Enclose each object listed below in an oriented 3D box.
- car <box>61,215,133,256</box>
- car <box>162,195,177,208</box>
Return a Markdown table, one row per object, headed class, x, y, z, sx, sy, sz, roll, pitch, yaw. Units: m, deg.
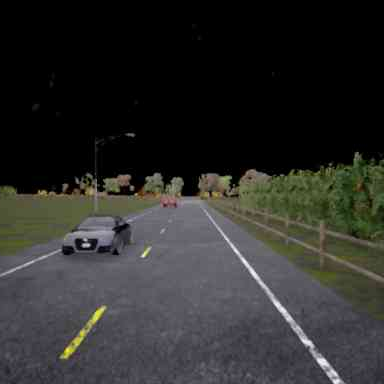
| class | x | y | z | sx | sy | sz | roll | pitch | yaw |
| --- | --- | --- | --- | --- | --- | --- | --- | --- | --- |
| car | -3.610 | 1.638 | 13.346 | 1.994 | 1.385 | 4.181 | 0 | 0 | 0 |
| car | -3.604 | 1.516 | 54.907 | 2.150 | 2.045 | 5.566 | 0 | 0 | 0 |
